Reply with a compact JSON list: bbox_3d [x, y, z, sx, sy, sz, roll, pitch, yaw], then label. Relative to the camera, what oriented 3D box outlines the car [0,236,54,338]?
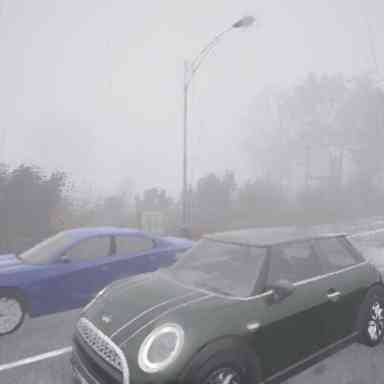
[{"bbox_3d":[-2.184,1.487,6.825,5.008,1.535,1.882,0,0,-37],"label":"car"}]

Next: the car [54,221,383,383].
[{"bbox_3d":[0.760,1.357,4.663,4.553,1.767,2.097,0,0,-37],"label":"car"}]
